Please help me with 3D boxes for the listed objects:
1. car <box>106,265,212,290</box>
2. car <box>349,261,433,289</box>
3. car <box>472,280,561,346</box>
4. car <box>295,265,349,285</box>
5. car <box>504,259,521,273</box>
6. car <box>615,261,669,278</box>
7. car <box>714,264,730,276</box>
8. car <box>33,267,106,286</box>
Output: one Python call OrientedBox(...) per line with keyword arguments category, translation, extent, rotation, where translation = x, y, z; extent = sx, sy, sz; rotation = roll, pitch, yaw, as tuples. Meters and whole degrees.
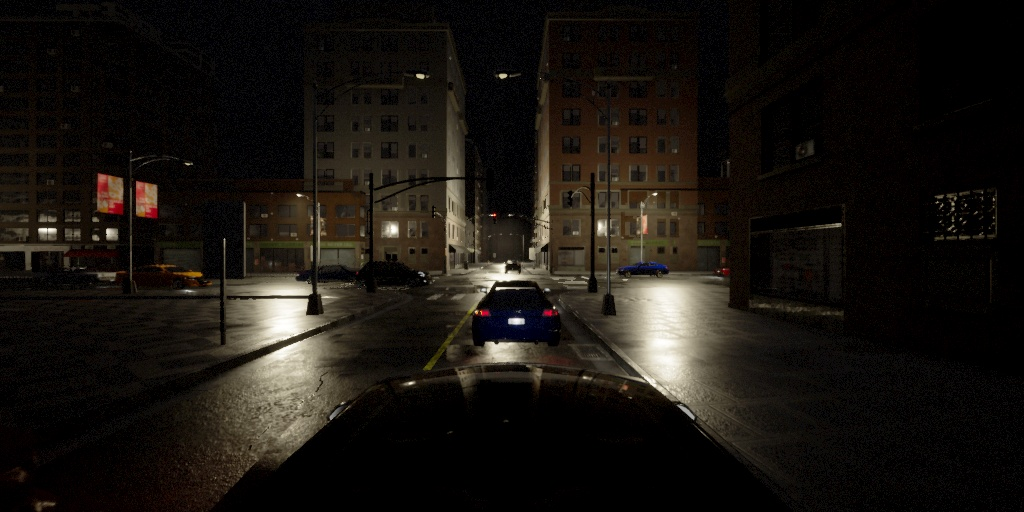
OrientedBox(category="car", translation=(-21.888, 1.306, 22.638), extent=(5.008, 1.535, 1.882), rotation=(0, 0, 0))
OrientedBox(category="car", translation=(-7.401, 1.121, 22.707), extent=(4.553, 1.767, 2.097), rotation=(0, 0, 0))
OrientedBox(category="car", translation=(0.096, 1.314, 9.387), extent=(1.994, 1.385, 4.181), rotation=(0, 0, 0))
OrientedBox(category="car", translation=(-12.594, 1.338, 25.933), extent=(5.357, 1.411, 2.033), rotation=(0, 0, 0))
OrientedBox(category="car", translation=(0.112, 1.257, 43.815), extent=(2.128, 1.511, 4.902), rotation=(0, 0, 0))
OrientedBox(category="car", translation=(11.856, 1.218, 32.753), extent=(4.674, 1.442, 1.812), rotation=(0, 0, 0))
OrientedBox(category="car", translation=(20.896, 1.225, 32.793), extent=(4.181, 1.385, 1.994), rotation=(0, 0, 0))
OrientedBox(category="car", translation=(-31.033, 1.461, 25.844), extent=(4.718, 1.301, 1.895), rotation=(0, 0, 0))
